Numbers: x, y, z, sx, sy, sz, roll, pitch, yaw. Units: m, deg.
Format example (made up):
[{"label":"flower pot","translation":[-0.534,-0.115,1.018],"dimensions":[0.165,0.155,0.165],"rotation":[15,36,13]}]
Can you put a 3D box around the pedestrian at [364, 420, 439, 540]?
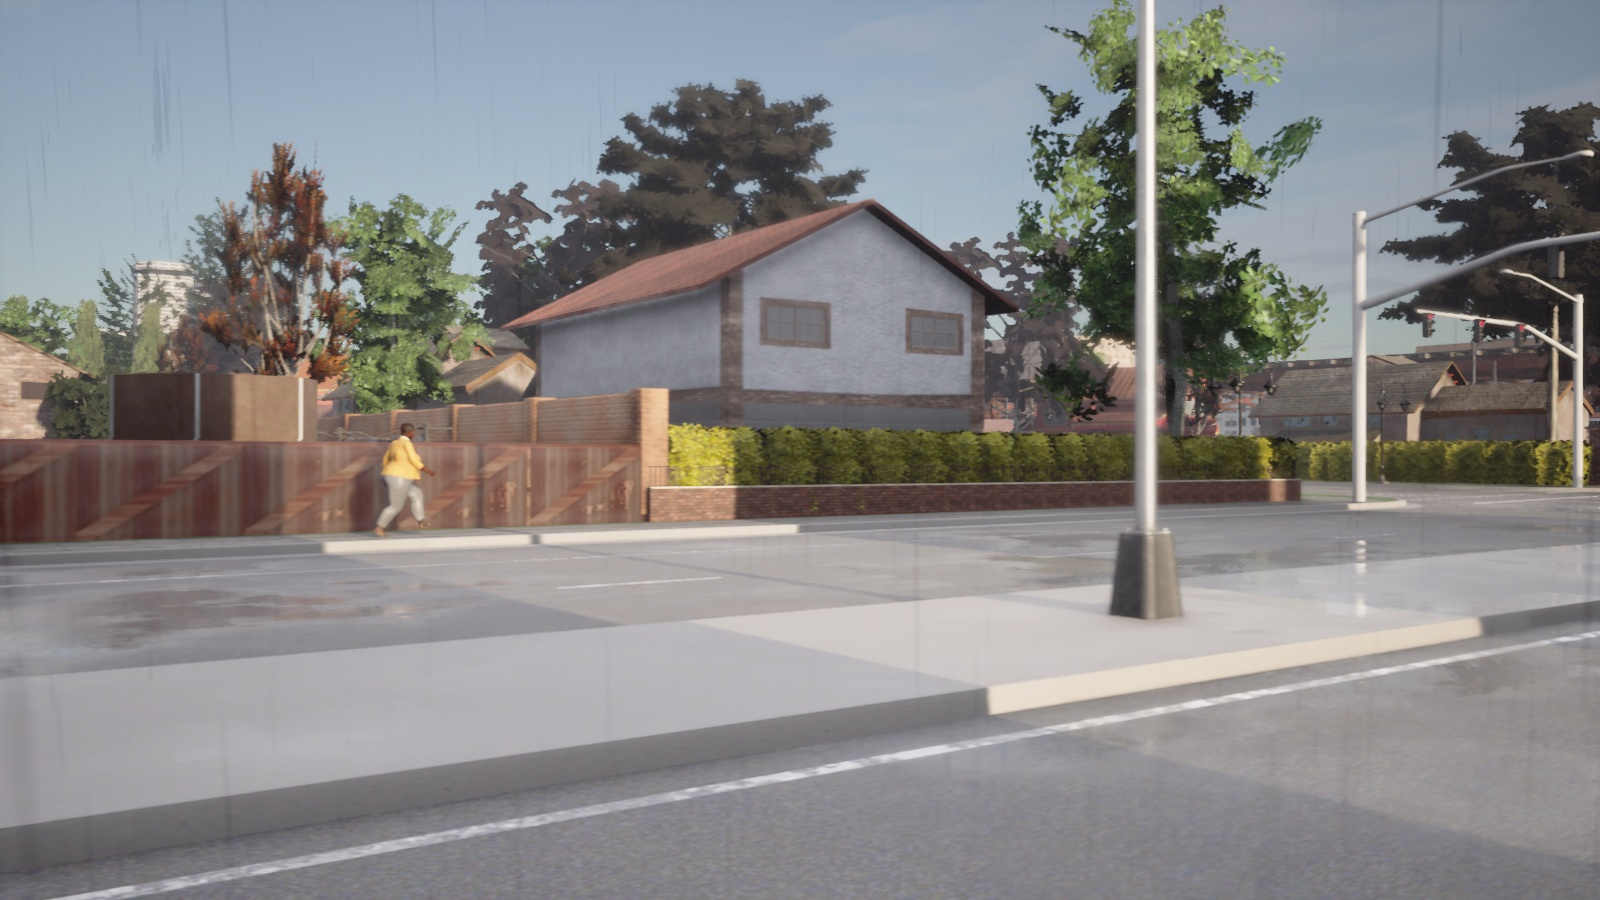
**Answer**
[{"label":"pedestrian","translation":[-6.315,0.462,19.905],"dimensions":[0.900,1.855,0.874],"rotation":[0,0,-36]}]
